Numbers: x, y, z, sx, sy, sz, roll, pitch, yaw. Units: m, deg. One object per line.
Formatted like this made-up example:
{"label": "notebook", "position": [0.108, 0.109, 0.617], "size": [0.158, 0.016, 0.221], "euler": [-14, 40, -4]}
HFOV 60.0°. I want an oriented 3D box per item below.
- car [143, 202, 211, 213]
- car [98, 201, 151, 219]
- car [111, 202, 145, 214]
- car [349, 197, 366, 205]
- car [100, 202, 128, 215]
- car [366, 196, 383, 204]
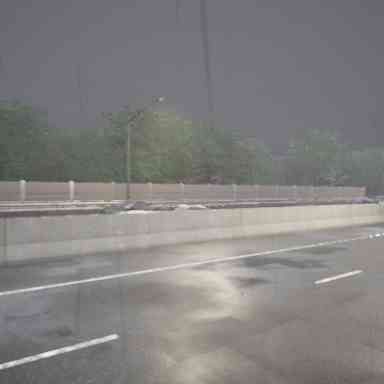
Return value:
{"label": "car", "position": [-0.417, 1.520, 20.909], "size": [4.674, 1.442, 1.812], "euler": [0, 0, -36]}
{"label": "car", "position": [-6.013, 1.558, 29.814], "size": [4.181, 1.385, 1.994], "euler": [0, 0, -36]}
{"label": "car", "position": [-2.940, 1.595, 23.406], "size": [4.718, 1.301, 1.895], "euler": [0, 0, -36]}
{"label": "car", "position": [27.265, 1.545, 53.646], "size": [4.674, 1.442, 1.812], "euler": [0, 0, -35]}
{"label": "car", "position": [-4.539, 1.520, 26.566], "size": [4.674, 1.442, 1.812], "euler": [0, 0, -36]}
{"label": "car", "position": [29.062, 1.371, 50.637], "size": [4.553, 1.767, 2.097], "euler": [0, 0, -35]}
